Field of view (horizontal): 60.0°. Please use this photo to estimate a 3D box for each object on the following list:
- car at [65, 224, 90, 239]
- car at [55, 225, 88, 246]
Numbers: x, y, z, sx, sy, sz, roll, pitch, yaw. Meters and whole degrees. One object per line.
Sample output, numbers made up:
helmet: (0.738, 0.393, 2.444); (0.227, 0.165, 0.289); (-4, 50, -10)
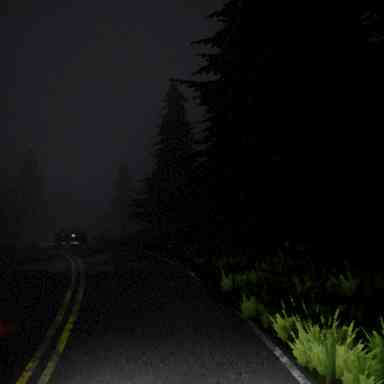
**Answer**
car: (-13.946, 4.818, 40.718); (2.097, 1.767, 4.553); (0, -6, -10)
car: (-9.174, 3.244, 25.067); (1.994, 1.385, 4.181); (0, -6, -26)
